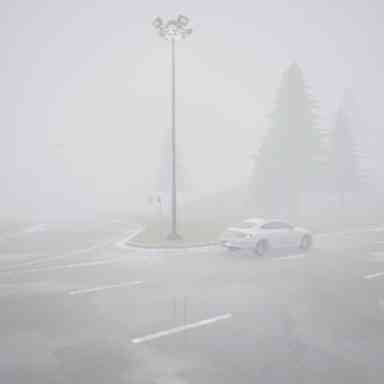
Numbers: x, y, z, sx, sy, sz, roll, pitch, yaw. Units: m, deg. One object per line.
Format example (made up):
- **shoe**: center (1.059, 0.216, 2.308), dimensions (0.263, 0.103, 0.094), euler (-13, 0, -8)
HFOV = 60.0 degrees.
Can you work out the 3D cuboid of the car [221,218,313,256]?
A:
- **car**: center (3.358, 1.883, 14.729), dimensions (4.674, 1.442, 1.812), euler (0, -2, -35)
